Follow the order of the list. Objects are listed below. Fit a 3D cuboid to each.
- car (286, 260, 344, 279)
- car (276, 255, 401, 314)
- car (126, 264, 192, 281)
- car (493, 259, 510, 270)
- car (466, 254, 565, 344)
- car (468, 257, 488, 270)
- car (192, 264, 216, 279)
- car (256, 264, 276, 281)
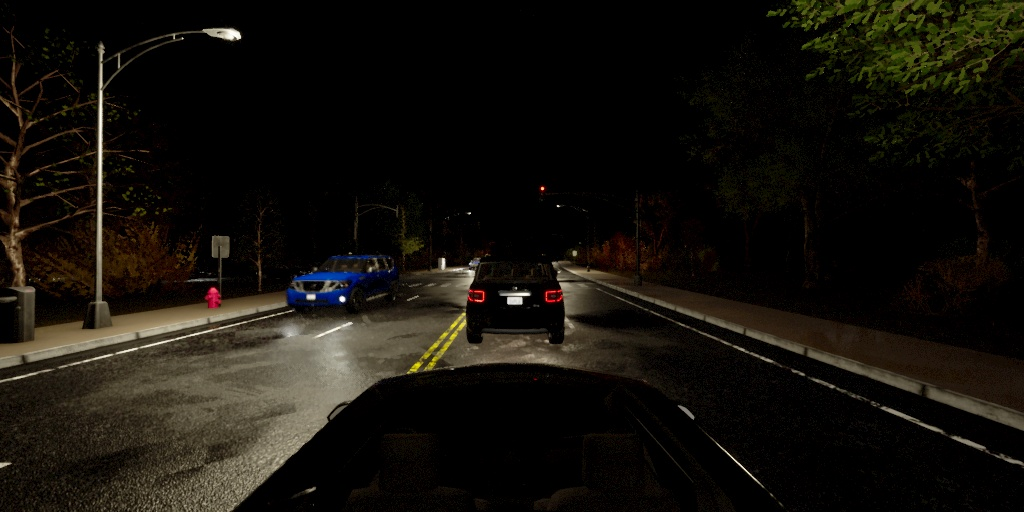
[{"bbox_3d":[-18.734,1.260,34.223,4.553,1.767,2.097,-1,-1,9],"label":"car"},{"bbox_3d":[-6.292,0.974,14.265,2.150,2.045,5.566,0,0,3],"label":"car"},{"bbox_3d":[-33.108,1.505,33.369,5.008,1.535,1.882,0,-1,10],"label":"car"},{"bbox_3d":[-1.451,1.190,51.990,2.128,1.511,4.902,0,0,2],"label":"car"},{"bbox_3d":[0.110,0.972,9.727,2.150,2.045,5.566,0,0,1],"label":"car"},{"bbox_3d":[-4.768,1.055,50.920,2.097,1.767,4.553,0,0,4],"label":"car"},{"bbox_3d":[-32.928,1.563,36.636,4.892,1.490,1.837,0,-1,10],"label":"car"},{"bbox_3d":[-19.561,1.375,31.041,4.902,1.511,2.128,-1,-1,10],"label":"car"}]
